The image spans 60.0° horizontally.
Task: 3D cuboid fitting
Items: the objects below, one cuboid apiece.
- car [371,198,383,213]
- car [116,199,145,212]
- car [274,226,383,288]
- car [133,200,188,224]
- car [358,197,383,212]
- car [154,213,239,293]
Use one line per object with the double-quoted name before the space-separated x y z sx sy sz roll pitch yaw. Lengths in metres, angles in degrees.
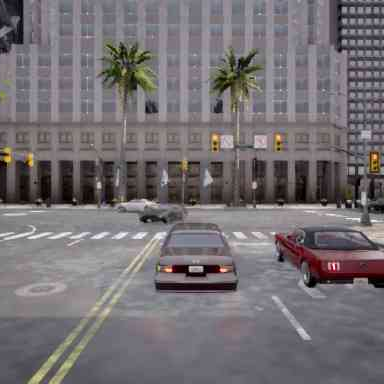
"car" 21.660 1.601 34.332 4.718 1.301 1.895 0 0 0
"car" -6.325 1.526 37.951 4.674 1.442 1.812 0 0 0
"car" 3.641 1.601 9.257 1.895 1.301 4.718 0 0 2
"car" -1.978 1.547 24.923 2.033 1.411 5.357 0 0 20
"car" 21.393 1.352 37.834 4.553 1.767 2.097 0 0 0
"car" 0.095 1.547 8.989 2.033 1.411 5.357 0 0 0
